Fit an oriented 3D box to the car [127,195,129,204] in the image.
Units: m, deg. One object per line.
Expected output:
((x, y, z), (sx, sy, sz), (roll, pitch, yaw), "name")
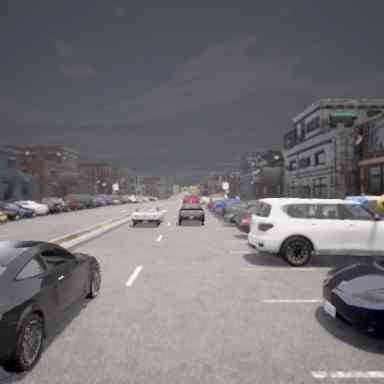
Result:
((-16.091, 1.498, 66.836), (5.566, 2.045, 2.435), (0, -1, 0), "car")

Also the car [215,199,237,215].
((4.550, 1.551, 27.825), (4.674, 1.452, 2.002), (0, 0, 0), "car")

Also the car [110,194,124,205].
((-15.892, 1.679, 61.325), (5.366, 1.575, 1.946), (0, 0, 0), "car")

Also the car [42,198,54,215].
((-15.842, 1.553, 30.960), (4.674, 1.452, 2.002), (0, 0, 0), "car")

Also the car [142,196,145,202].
((-16.495, 2.299, 91.629), (5.366, 1.575, 1.946), (0, -1, 0), "car")

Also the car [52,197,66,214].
((-15.895, 1.552, 33.754), (4.792, 1.488, 2.163), (0, 0, 0), "car")

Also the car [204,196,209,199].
((4.427, 1.603, 44.498), (4.792, 1.488, 2.163), (0, 0, 0), "car")

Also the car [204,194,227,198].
((4.413, 1.461, 47.270), (4.553, 1.767, 2.185), (0, 0, 0), "car")

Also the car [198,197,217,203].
((4.195, 2.229, 88.938), (5.008, 1.535, 2.097), (0, -1, 0), "car")

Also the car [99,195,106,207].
((-16.022, 1.635, 50.296), (4.792, 1.488, 2.163), (0, 0, 0), "car")

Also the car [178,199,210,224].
((-0.040, 1.513, 24.674), (2.128, 1.511, 4.902), (0, 0, 0), "car")

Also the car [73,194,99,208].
((-15.979, 1.322, 44.783), (5.566, 2.045, 2.435), (0, 0, 0), "car")

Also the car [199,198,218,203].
((4.246, 2.190, 86.158), (4.792, 1.488, 2.163), (0, -1, 0), "car")

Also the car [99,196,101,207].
((-15.969, 1.629, 47.539), (4.674, 1.452, 2.002), (0, 0, 0), "car")

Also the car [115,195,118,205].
((-16.053, 1.699, 58.565), (4.674, 1.452, 2.002), (0, 0, 0), "car")

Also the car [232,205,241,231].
((4.614, 1.527, 16.710), (4.674, 1.452, 2.002), (0, 0, 0), "car")

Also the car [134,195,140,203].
((-16.253, 1.781, 80.608), (5.566, 2.045, 2.435), (0, -1, 0), "car")

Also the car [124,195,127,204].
((-16.070, 1.463, 64.078), (5.566, 2.045, 2.435), (0, -1, 0), "car")

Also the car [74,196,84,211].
((-15.903, 1.545, 39.268), (5.008, 1.535, 2.097), (0, 0, 0), "car")

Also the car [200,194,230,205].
((4.316, 1.448, 63.946), (5.566, 2.045, 2.435), (0, -1, 0), "car")

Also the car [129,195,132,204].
((-16.112, 1.545, 69.588), (5.566, 2.045, 2.435), (0, -1, 0), "car")

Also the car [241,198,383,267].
((4.677, 1.229, 11.028), (5.566, 2.045, 2.435), (0, 0, 0), "car")

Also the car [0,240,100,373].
((-2.930, 1.524, 5.494), (1.812, 1.442, 4.674), (0, 0, 0), "car")

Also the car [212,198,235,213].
((4.543, 1.519, 30.479), (4.892, 1.521, 2.231), (0, 0, 0), "car")

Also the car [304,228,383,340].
((4.652, 1.508, 5.467), (4.792, 1.488, 2.163), (0, 0, 0), "car")

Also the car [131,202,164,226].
((-3.035, 1.621, 23.827), (1.895, 1.301, 4.718), (0, 0, 0), "car")

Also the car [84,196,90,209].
((-15.900, 1.588, 42.024), (4.792, 1.488, 2.163), (0, 0, 0), "car")

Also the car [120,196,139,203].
((-16.236, 2.042, 86.119), (4.553, 1.767, 2.185), (0, -1, 0), "car")

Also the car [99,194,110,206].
((-16.045, 1.496, 53.054), (4.553, 1.767, 2.185), (0, 0, 0), "car")

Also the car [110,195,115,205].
((-16.029, 1.638, 55.811), (5.008, 1.535, 2.097), (0, 0, 0), "car")

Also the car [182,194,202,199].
((-0.144, 1.307, 42.857), (2.150, 2.045, 5.566), (0, 0, 0), "car")

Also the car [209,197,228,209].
((4.516, 1.527, 33.258), (5.008, 1.535, 2.097), (0, 0, 0), "car")

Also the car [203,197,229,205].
((4.359, 1.711, 61.169), (4.674, 1.452, 2.002), (0, 0, 0), "car")

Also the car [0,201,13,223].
((-15.596, 1.489, 22.727), (5.366, 1.575, 1.946), (0, 0, 0), "car")

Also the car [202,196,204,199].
((4.611, 1.597, 49.933), (5.366, 1.575, 1.946), (0, 0, 0), "car")

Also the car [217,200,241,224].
((4.597, 1.533, 25.046), (4.792, 1.488, 2.163), (0, 0, 0), "car")

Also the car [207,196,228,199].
((4.482, 1.550, 38.940), (4.892, 1.521, 2.231), (0, 0, 0), "car")

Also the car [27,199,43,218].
((-15.794, 1.534, 28.239), (4.792, 1.488, 2.163), (0, 0, 0), "car")

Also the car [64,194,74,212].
((-15.856, 1.408, 36.512), (4.553, 1.767, 2.185), (0, 0, 0), "car")

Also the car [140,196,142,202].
((-16.218, 1.849, 83.365), (5.566, 2.045, 2.435), (0, -1, 0), "car")

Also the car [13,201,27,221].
((-15.773, 1.527, 25.484), (4.792, 1.488, 2.163), (0, 0, 0), "car")

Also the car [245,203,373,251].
((4.665, 1.358, 13.840), (4.553, 1.767, 2.185), (0, 0, 0), "car")

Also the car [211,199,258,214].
((4.533, 1.567, 36.163), (4.792, 1.488, 2.163), (0, 0, 0), "car")
